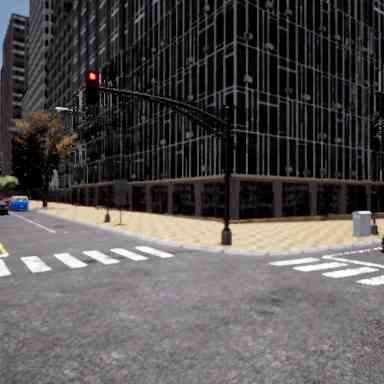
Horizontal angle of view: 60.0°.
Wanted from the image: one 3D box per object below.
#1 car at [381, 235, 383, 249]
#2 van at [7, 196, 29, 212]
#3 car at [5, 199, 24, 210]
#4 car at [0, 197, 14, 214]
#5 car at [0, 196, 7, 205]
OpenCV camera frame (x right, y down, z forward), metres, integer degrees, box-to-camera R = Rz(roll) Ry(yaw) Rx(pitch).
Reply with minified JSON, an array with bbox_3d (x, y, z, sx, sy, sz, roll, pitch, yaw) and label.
[{"bbox_3d":[10.403,2.021,15.079,4.181,1.385,1.994,2,-2,-35],"label":"car"},{"bbox_3d":[-20.885,1.430,40.300,1.690,1.788,3.998,1,-1,-34],"label":"van"},{"bbox_3d":[-24.091,1.674,44.993,1.802,1.307,4.206,1,-1,-34],"label":"car"},{"bbox_3d":[-20.715,1.608,35.435,2.033,1.411,5.357,1,0,-34],"label":"car"},{"bbox_3d":[-36.901,1.544,63.776,1.967,1.590,4.097,1,-1,-34],"label":"car"}]
